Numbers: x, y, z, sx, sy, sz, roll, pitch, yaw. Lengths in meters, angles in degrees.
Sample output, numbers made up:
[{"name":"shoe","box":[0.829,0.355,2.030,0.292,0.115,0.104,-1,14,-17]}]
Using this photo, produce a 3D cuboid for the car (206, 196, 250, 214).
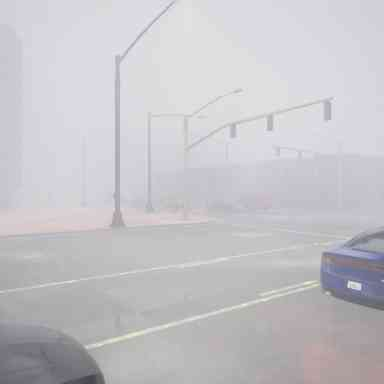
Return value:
[{"name":"car","box":[3.561,1.491,36.352,2.128,1.511,4.902,0,0,-36]}]

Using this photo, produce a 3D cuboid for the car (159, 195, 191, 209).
[{"name":"car","box":[-2.035,1.352,44.192,2.097,1.767,4.553,0,0,-35]}]

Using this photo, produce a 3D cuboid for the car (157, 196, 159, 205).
[{"name":"car","box":[-5.019,1.351,54.736,2.097,1.767,4.553,0,0,-35]}]

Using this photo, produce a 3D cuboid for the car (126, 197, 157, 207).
[{"name":"car","box":[-8.021,1.491,52.593,2.128,1.511,4.902,0,0,-35]}]

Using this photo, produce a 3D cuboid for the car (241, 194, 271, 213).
[{"name":"car","box":[6.554,1.222,38.050,2.150,2.045,5.566,0,0,-32]}]

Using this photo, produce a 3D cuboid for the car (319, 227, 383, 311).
[{"name":"car","box":[4.851,1.478,7.208,5.008,1.535,1.882,0,0,-35]}]

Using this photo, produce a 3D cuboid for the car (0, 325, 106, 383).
[{"name":"car","box":[-2.881,1.505,1.699,4.892,1.490,1.837,0,0,-35]}]

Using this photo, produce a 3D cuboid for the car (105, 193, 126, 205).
[{"name":"car","box":[-14.033,1.221,61.100,2.150,2.045,5.566,0,0,-37]}]
